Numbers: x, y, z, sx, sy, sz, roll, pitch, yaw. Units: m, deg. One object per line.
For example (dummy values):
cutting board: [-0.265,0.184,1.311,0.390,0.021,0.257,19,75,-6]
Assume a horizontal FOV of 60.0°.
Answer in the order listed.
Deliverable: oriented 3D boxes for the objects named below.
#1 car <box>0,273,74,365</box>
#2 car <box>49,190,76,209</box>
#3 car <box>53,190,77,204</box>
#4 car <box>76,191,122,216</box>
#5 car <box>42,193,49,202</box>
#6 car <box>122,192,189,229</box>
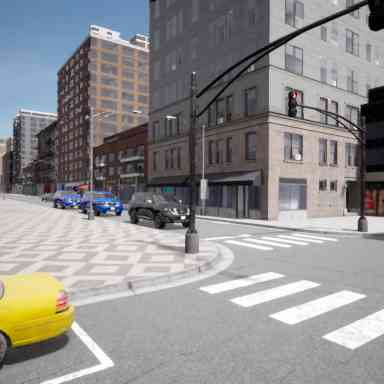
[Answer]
car: [-3.979,1.525,3.914,4.829,1.417,1.752,0,1,-36]
car: [-14.209,0.862,37.973,2.150,2.045,5.566,1,0,-35]
car: [-19.484,0.769,50.944,2.150,2.045,5.566,1,0,-35]
car: [-8.013,0.960,29.188,2.150,2.045,5.566,1,0,-35]
car: [-25.542,0.945,59.515,2.128,1.511,4.902,1,0,-36]
car: [-2.070,1.053,20.778,2.150,2.045,5.566,1,0,-35]
